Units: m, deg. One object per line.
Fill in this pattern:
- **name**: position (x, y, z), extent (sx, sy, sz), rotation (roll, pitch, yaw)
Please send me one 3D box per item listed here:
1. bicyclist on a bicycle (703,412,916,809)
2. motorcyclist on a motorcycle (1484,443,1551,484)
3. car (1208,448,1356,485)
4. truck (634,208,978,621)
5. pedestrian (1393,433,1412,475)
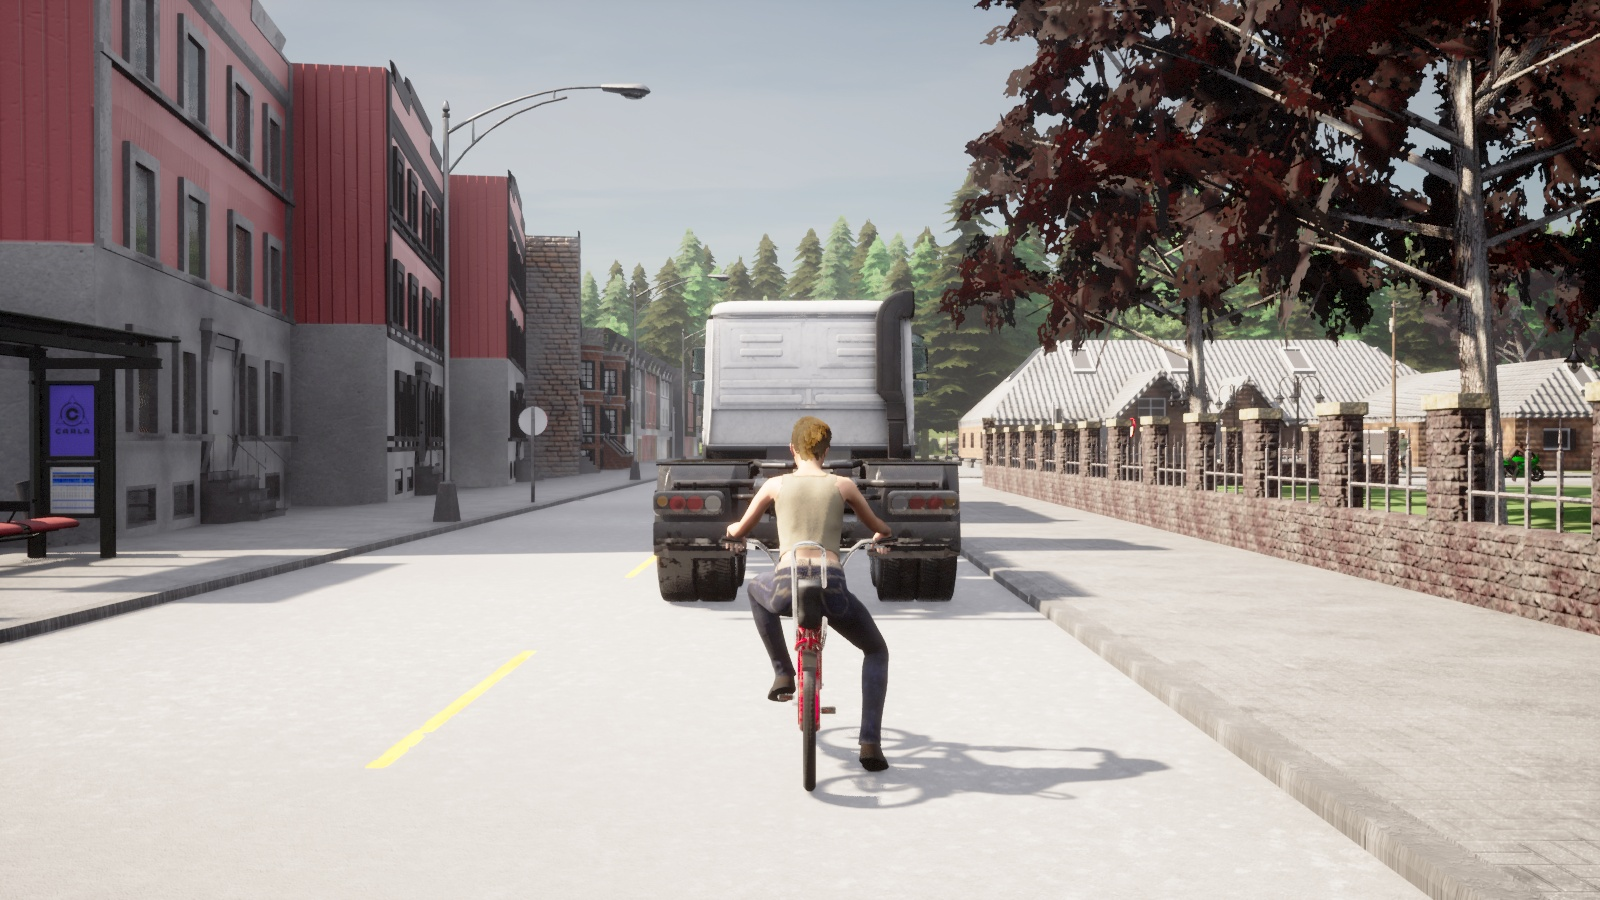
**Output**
- **bicyclist on a bicycle**: position (0.044, 0.650, 5.856), extent (0.866, 1.612, 1.509), rotation (0, 0, 0)
- **motorcyclist on a motorcycle**: position (26.488, 0.488, 46.375), extent (2.044, 1.523, 0.797), rotation (0, 0, -1)
- **car**: position (17.769, 0.599, 46.425), extent (4.718, 1.301, 1.895), rotation (0, 0, -1)
- **truck**: position (0.095, -0.317, 14.519), extent (2.891, 3.462, 7.936), rotation (0, 0, 1)
- **pedestrian**: position (26.078, 0.170, 54.347), extent (0.614, 1.847, 0.353), rotation (0, 0, -5)
